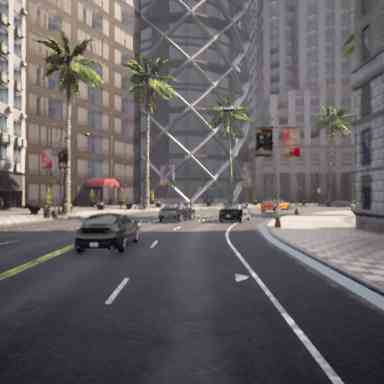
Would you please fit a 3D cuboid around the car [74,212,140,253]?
[{"bbox_3d":[-3.477,1.641,14.300,1.837,1.490,4.892,0,0,1],"label":"car"}]

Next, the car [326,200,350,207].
[{"bbox_3d":[26.919,2.132,61.292,4.181,1.385,1.994,0,-1,-8],"label":"car"}]

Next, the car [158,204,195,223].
[{"bbox_3d":[-1.240,1.758,28.508,2.128,1.511,4.902,0,0,19],"label":"car"}]

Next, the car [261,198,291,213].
[{"bbox_3d":[10.722,1.600,42.252,2.097,1.767,4.553,-1,-1,44],"label":"car"}]

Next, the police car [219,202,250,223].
[{"bbox_3d":[3.761,1.691,28.553,1.930,1.638,5.238,0,-1,20],"label":"police car"}]
